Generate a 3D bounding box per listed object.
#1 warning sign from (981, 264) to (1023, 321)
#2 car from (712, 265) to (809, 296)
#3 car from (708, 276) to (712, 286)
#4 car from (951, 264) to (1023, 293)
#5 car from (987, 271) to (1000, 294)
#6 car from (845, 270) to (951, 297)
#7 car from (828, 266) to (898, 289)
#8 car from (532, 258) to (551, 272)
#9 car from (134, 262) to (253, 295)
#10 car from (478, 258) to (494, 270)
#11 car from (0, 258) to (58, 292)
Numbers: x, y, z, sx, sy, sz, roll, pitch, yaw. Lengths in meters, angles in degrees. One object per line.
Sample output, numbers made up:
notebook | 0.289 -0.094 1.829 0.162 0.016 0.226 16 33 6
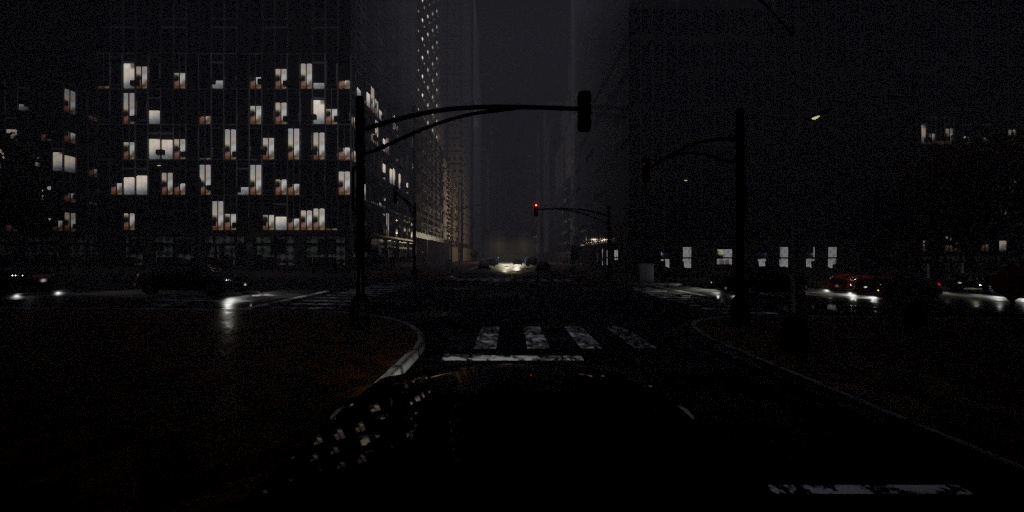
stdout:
warning sign | 17.281 1.204 12.389 1.060 1.860 1.300 0 0 -3
car | 15.151 1.399 21.751 4.553 1.767 2.097 1 0 -3
car | 16.199 1.591 25.052 4.674 1.442 1.812 1 0 -3
car | 34.985 1.624 25.905 5.566 2.045 2.150 1 0 -2
car | 34.036 1.934 22.614 5.357 1.411 2.033 1 0 -3
car | 23.737 1.765 22.147 4.181 1.385 1.994 1 0 -3
car | 25.241 1.579 25.465 4.553 1.767 2.097 1 0 -3
car | 3.950 1.329 46.198 1.948 1.339 4.313 0 0 0
car | -14.942 1.026 16.919 4.674 1.442 1.812 1 0 -1
car | -4.000 1.343 51.695 1.802 1.307 4.207 0 0 0
car | -24.157 0.823 16.496 4.902 1.511 2.128 1 0 -3
